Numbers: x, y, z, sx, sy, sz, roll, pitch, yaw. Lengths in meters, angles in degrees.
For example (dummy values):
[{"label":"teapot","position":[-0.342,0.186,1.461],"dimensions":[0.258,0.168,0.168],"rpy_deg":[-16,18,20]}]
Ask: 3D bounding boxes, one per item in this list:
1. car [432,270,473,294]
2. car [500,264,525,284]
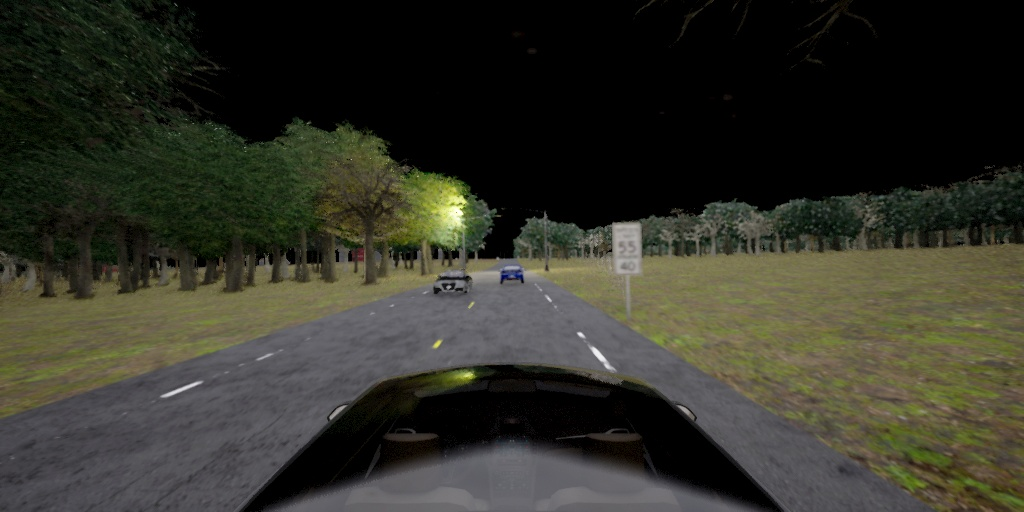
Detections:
[{"label":"car","position":[-3.503,1.541,21.851],"dimensions":[1.994,1.385,4.181],"rpy_deg":[-1,0,0]},{"label":"car","position":[0.017,1.424,29.747],"dimensions":[1.882,1.535,5.008],"rpy_deg":[-1,-1,0]}]
